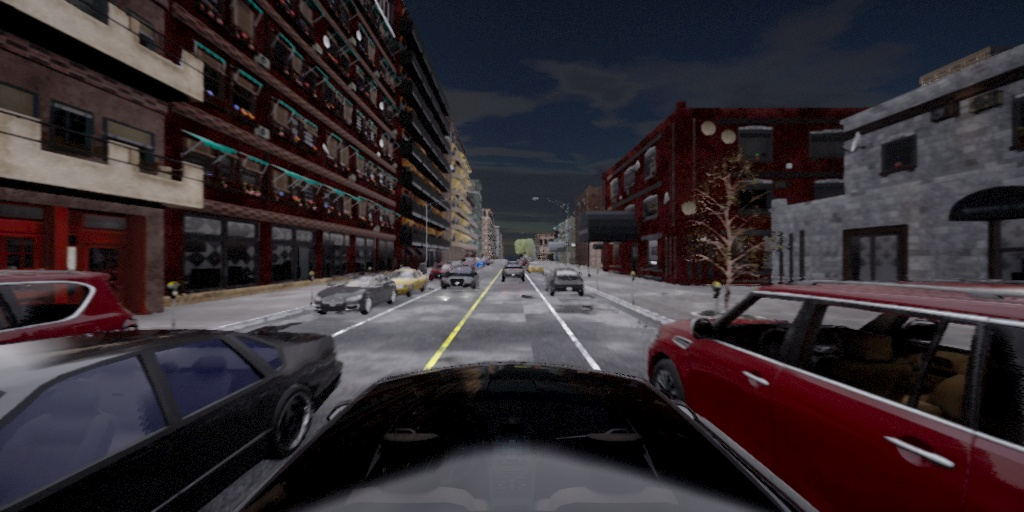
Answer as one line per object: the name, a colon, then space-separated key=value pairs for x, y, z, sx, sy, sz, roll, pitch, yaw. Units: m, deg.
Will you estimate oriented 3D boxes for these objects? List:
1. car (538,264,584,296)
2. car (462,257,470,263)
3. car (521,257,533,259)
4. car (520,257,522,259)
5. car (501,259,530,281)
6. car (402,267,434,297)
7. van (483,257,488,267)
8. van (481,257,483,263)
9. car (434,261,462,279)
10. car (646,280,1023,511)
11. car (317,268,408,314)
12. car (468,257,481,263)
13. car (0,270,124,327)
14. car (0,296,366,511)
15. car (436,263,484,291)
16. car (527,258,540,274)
car: x=2.695 y=1.308 z=19.089 sx=2.007 sy=1.370 sz=4.403 roll=0 pitch=0 yaw=0
car: x=-5.681 y=1.212 z=35.708 sx=1.967 sy=1.591 sz=4.097 roll=0 pitch=0 yaw=0
car: x=2.705 y=1.118 z=57.863 sx=2.192 sy=1.841 sz=5.009 roll=0 pitch=0 yaw=0
car: x=0.114 y=1.294 z=48.972 sx=1.837 sy=1.490 sz=4.892 roll=0 pitch=0 yaw=0
car: x=0.106 y=1.259 z=30.206 sx=2.128 sy=1.511 sz=4.902 roll=0 pitch=0 yaw=0
car: x=-5.685 y=1.283 z=18.921 sx=1.751 sy=1.417 sz=4.829 roll=0 pitch=0 yaw=0
van: x=-5.675 y=1.154 z=63.404 sx=1.690 sy=1.789 sz=3.998 roll=0 pitch=0 yaw=0
van: x=-5.677 y=1.135 z=52.327 sx=1.690 sy=1.789 sz=3.998 roll=0 pitch=0 yaw=0
car: x=-5.683 y=1.312 z=30.170 sx=1.888 sy=1.381 sz=4.507 roll=0 pitch=0 yaw=0
car: x=2.691 y=1.065 z=2.472 sx=2.192 sy=1.841 sz=5.009 roll=0 pitch=0 yaw=0
car: x=-5.687 y=1.305 z=13.551 sx=2.007 sy=1.370 sz=4.403 roll=0 pitch=0 yaw=0
car: x=-5.679 y=1.100 z=46.787 sx=2.192 sy=1.841 sz=5.009 roll=0 pitch=0 yaw=0
car: x=-5.690 y=1.065 z=2.473 sx=2.192 sy=1.841 sz=5.009 roll=0 pitch=0 yaw=0
car: x=-3.075 y=1.298 z=2.286 sx=2.033 sy=1.411 sz=5.357 roll=0 pitch=0 yaw=0
car: x=-3.067 y=1.324 z=22.097 sx=1.994 sy=1.385 sz=4.181 roll=0 pitch=0 yaw=0
car: x=2.701 y=1.304 z=41.416 sx=1.751 sy=1.417 sz=4.829 roll=0 pitch=0 yaw=0
